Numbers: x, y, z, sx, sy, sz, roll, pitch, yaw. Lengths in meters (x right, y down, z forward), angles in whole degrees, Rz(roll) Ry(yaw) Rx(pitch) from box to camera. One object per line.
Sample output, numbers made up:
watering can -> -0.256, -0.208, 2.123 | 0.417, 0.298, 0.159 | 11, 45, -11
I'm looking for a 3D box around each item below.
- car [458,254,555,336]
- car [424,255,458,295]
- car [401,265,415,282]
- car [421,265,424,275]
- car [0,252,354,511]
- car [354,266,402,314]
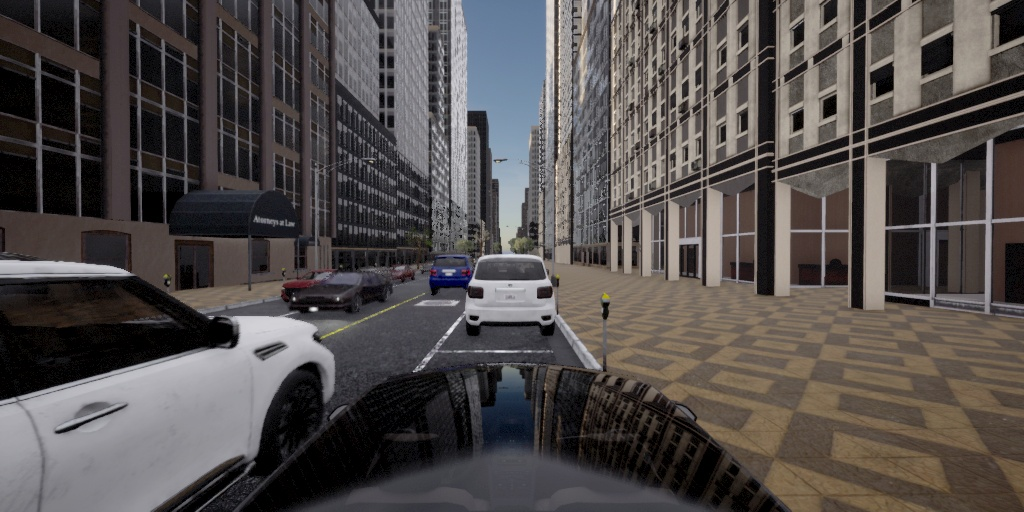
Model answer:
car -> -0.039, 0.976, 10.531 | 2.150, 2.045, 5.566 | 0, 0, 0
car -> -3.043, 0.968, 19.947 | 2.150, 2.045, 5.566 | 0, 0, 0
car -> -8.837, 1.327, 28.206 | 1.802, 1.307, 4.207 | 0, 0, 0
car -> -8.837, 1.293, 39.574 | 2.007, 1.370, 4.403 | 0, 0, 0
car -> -3.047, 0.972, 1.612 | 2.150, 2.045, 5.566 | 0, 0, 0
car -> -6.248, 1.295, 13.962 | 2.033, 1.411, 5.357 | 0, 0, 0
